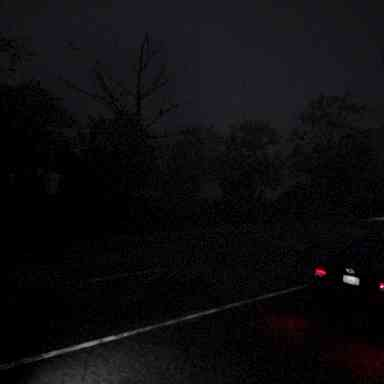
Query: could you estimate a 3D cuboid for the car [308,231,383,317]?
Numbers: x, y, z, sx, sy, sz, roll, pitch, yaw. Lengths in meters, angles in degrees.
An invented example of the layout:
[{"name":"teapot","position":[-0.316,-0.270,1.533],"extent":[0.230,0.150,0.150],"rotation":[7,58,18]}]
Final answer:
[{"name":"car","position":[4.758,1.547,7.148],"extent":[5.357,1.411,2.033],"rotation":[0,0,-36]}]
